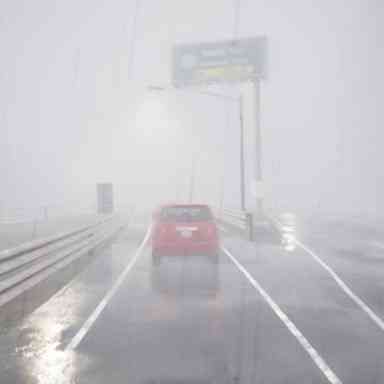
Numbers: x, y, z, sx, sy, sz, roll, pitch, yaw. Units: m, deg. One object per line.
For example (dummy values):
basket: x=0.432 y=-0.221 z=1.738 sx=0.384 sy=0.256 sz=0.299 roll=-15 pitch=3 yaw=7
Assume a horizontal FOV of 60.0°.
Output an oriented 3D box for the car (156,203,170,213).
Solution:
car: x=-4.193 y=2.282 z=47.909 sx=1.895 sy=1.301 sz=4.718 roll=-1 pitch=-1 yaw=-5

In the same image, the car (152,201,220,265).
car: x=-0.308 y=1.365 z=12.429 sx=2.150 sy=2.045 sz=5.566 roll=-1 pitch=-1 yaw=-3
